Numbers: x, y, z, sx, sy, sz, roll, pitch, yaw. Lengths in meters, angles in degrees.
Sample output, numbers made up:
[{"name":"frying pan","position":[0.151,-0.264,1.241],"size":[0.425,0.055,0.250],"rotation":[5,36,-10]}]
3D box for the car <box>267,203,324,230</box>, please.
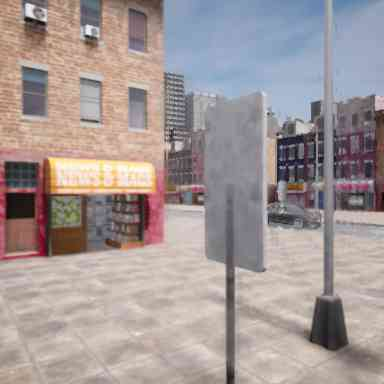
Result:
[{"name":"car","position":[6.208,1.527,21.559],"size":[1.837,1.490,4.892],"rotation":[0,0,-35]}]
